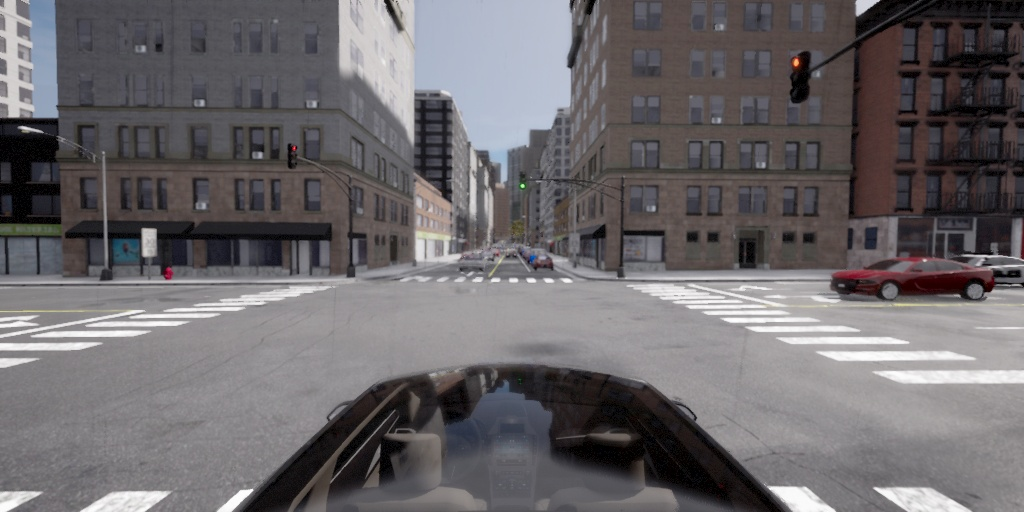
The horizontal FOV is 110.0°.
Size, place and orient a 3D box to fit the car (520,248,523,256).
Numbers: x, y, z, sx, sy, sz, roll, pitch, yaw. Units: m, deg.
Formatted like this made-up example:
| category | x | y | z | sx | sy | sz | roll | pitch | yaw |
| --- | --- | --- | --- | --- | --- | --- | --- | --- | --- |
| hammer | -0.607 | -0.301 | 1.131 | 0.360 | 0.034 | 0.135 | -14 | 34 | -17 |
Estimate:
| category | x | y | z | sx | sy | sz | roll | pitch | yaw |
| --- | --- | --- | --- | --- | --- | --- | --- | --- | --- |
| car | 2.648 | -0.268 | 59.259 | 1.802 | 1.307 | 4.207 | 0 | 0 | 0 |

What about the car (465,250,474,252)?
| category | x | y | z | sx | sy | sz | roll | pitch | yaw |
| --- | --- | --- | --- | --- | --- | --- | --- | --- | --- |
| car | -5.851 | 0.002 | 48.137 | 1.802 | 1.307 | 4.207 | 0 | 0 | 0 |

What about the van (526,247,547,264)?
| category | x | y | z | sx | sy | sz | roll | pitch | yaw |
| --- | --- | --- | --- | --- | --- | --- | --- | --- | --- |
| van | 2.701 | 0.146 | 37.053 | 1.690 | 1.789 | 3.998 | 0 | 0 | 0 |

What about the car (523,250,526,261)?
| category | x | y | z | sx | sy | sz | roll | pitch | yaw |
| --- | --- | --- | --- | --- | --- | --- | --- | --- | --- |
| car | 2.687 | 0.195 | 42.602 | 1.888 | 1.381 | 4.507 | 0 | 0 | 0 |

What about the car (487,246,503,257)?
| category | x | y | z | sx | sy | sz | roll | pitch | yaw |
| --- | --- | --- | --- | --- | --- | --- | --- | --- | --- |
| car | -3.119 | -0.559 | 64.020 | 1.882 | 1.535 | 5.008 | 0 | 2 | 0 |

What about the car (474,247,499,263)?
| category | x | y | z | sx | sy | sz | roll | pitch | yaw |
| --- | --- | --- | --- | --- | --- | --- | --- | --- | --- |
| car | -3.153 | 0.020 | 45.250 | 2.128 | 1.511 | 4.902 | 0 | 1 | 0 |

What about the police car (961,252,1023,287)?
| category | x | y | z | sx | sy | sz | roll | pitch | yaw |
| --- | --- | --- | --- | --- | --- | --- | --- | --- | --- |
| police car | 21.636 | 0.624 | 16.849 | 5.238 | 1.638 | 1.930 | 0 | 2 | 0 |

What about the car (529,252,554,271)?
| category | x | y | z | sx | sy | sz | roll | pitch | yaw |
| --- | --- | --- | --- | --- | --- | --- | --- | --- | --- |
| car | 2.714 | 0.543 | 31.503 | 1.802 | 1.307 | 4.207 | 0 | 0 | 0 |

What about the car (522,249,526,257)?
| category | x | y | z | sx | sy | sz | roll | pitch | yaw |
| --- | --- | --- | --- | --- | --- | --- | --- | --- | --- |
| car | 2.674 | 0.073 | 48.156 | 1.802 | 1.307 | 4.207 | 0 | 0 | 0 |

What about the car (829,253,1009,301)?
| category | x | y | z | sx | sy | sz | roll | pitch | yaw |
| --- | --- | --- | --- | --- | --- | --- | --- | --- | --- |
| car | 15.025 | 0.810 | 13.651 | 5.008 | 1.535 | 1.882 | -1 | 2 | 0 |

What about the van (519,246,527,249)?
| category | x | y | z | sx | sy | sz | roll | pitch | yaw |
| --- | --- | --- | --- | --- | --- | --- | --- | --- | --- |
| van | 2.635 | -0.687 | 64.808 | 1.690 | 1.789 | 3.998 | 0 | 0 | 0 |

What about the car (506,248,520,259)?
| category | x | y | z | sx | sy | sz | roll | pitch | yaw |
| --- | --- | --- | --- | --- | --- | --- | --- | --- | --- |
| car | -0.110 | -0.280 | 59.496 | 1.895 | 1.301 | 4.718 | 0 | 2 | 0 |

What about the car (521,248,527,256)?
| category | x | y | z | sx | sy | sz | roll | pitch | yaw |
| --- | --- | --- | --- | --- | --- | --- | --- | --- | --- |
| car | 2.661 | -0.094 | 53.706 | 1.802 | 1.307 | 4.207 | 0 | 0 | 0 |

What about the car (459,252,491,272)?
| category | x | y | z | sx | sy | sz | roll | pitch | yaw |
| --- | --- | --- | --- | --- | --- | --- | --- | --- | --- |
| car | -3.129 | 0.567 | 29.530 | 1.895 | 1.301 | 4.718 | 1 | 2 | 1 |
